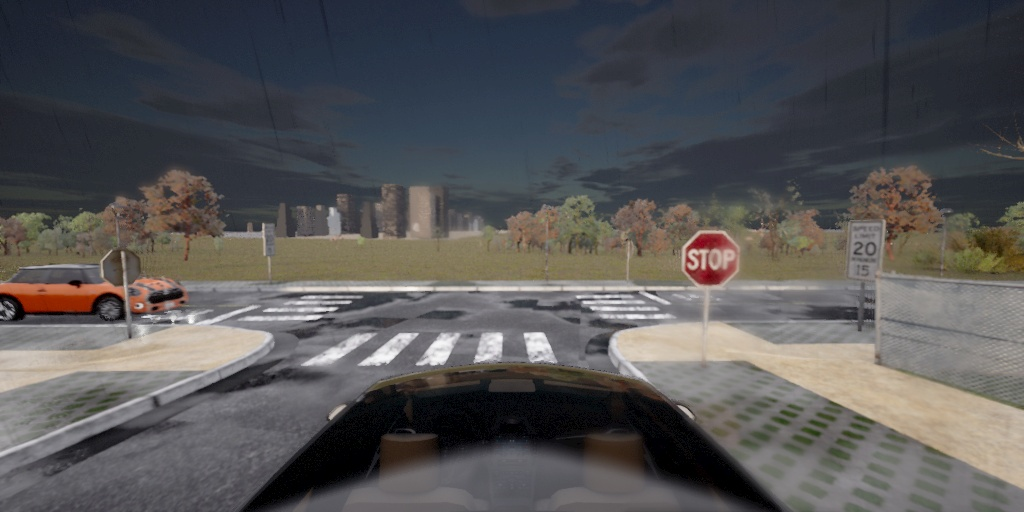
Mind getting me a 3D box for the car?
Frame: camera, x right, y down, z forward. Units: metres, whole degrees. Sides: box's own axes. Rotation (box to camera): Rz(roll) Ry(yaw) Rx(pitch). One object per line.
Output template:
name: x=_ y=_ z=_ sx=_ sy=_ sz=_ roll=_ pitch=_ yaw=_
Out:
car: x=-13.596 y=1.045 z=11.771 sx=4.553 sy=1.767 sz=2.097 roll=0 pitch=4 yaw=-2
